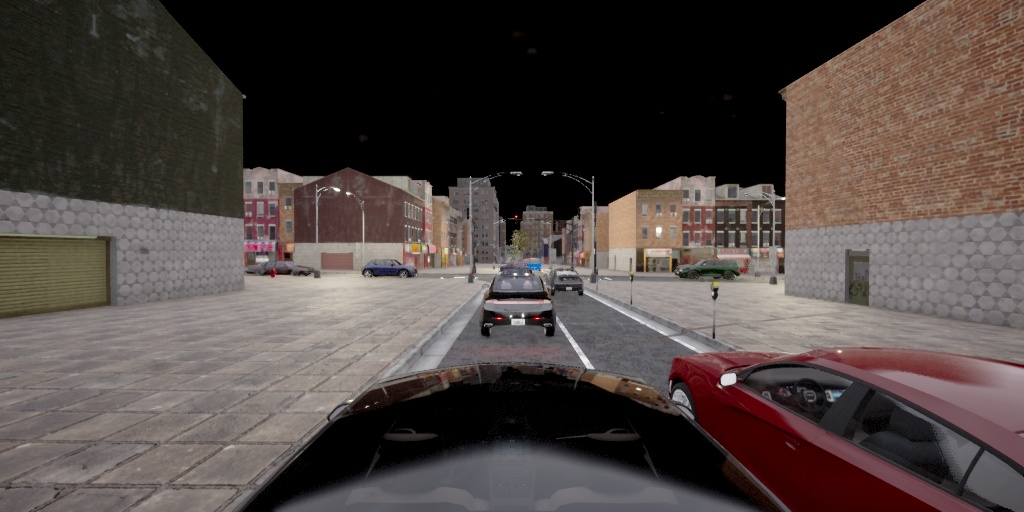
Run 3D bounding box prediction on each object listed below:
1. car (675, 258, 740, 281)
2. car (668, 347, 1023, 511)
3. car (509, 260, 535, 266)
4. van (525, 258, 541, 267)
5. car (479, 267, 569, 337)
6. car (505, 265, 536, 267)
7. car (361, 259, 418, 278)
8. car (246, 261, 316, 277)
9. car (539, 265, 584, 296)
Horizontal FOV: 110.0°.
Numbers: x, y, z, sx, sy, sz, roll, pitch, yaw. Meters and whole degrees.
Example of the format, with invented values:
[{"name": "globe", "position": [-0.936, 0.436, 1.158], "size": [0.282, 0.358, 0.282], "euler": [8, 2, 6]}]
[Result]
[{"name": "car", "position": [18.554, 1.256, 34.093], "size": [5.566, 2.045, 2.150], "euler": [1, 1, 0]}, {"name": "car", "position": [2.637, 1.294, 2.364], "size": [1.888, 1.381, 4.507], "euler": [0, 0, 0]}, {"name": "car", "position": [0.268, 1.433, 39.319], "size": [1.895, 1.301, 4.718], "euler": [0, -1, -26]}, {"name": "van", "position": [2.887, 1.215, 46.194], "size": [1.690, 1.789, 3.998], "euler": [0, 0, 0]}, {"name": "car", "position": [0.147, 1.244, 10.331], "size": [2.128, 1.511, 4.902], "euler": [0, 0, 0]}, {"name": "car", "position": [0.230, 1.371, 20.374], "size": [1.895, 1.301, 4.718], "euler": [0, 0, 1]}, {"name": "car", "position": [-10.593, 1.042, 31.366], "size": [4.553, 1.767, 2.097], "euler": [1, 1, 0]}, {"name": "car", "position": [-20.145, 1.109, 31.429], "size": [5.357, 1.411, 2.033], "euler": [1, 1, 0]}, {"name": "car", "position": [2.734, 1.318, 19.239], "size": [2.007, 1.370, 4.403], "euler": [0, 0, 0]}]
